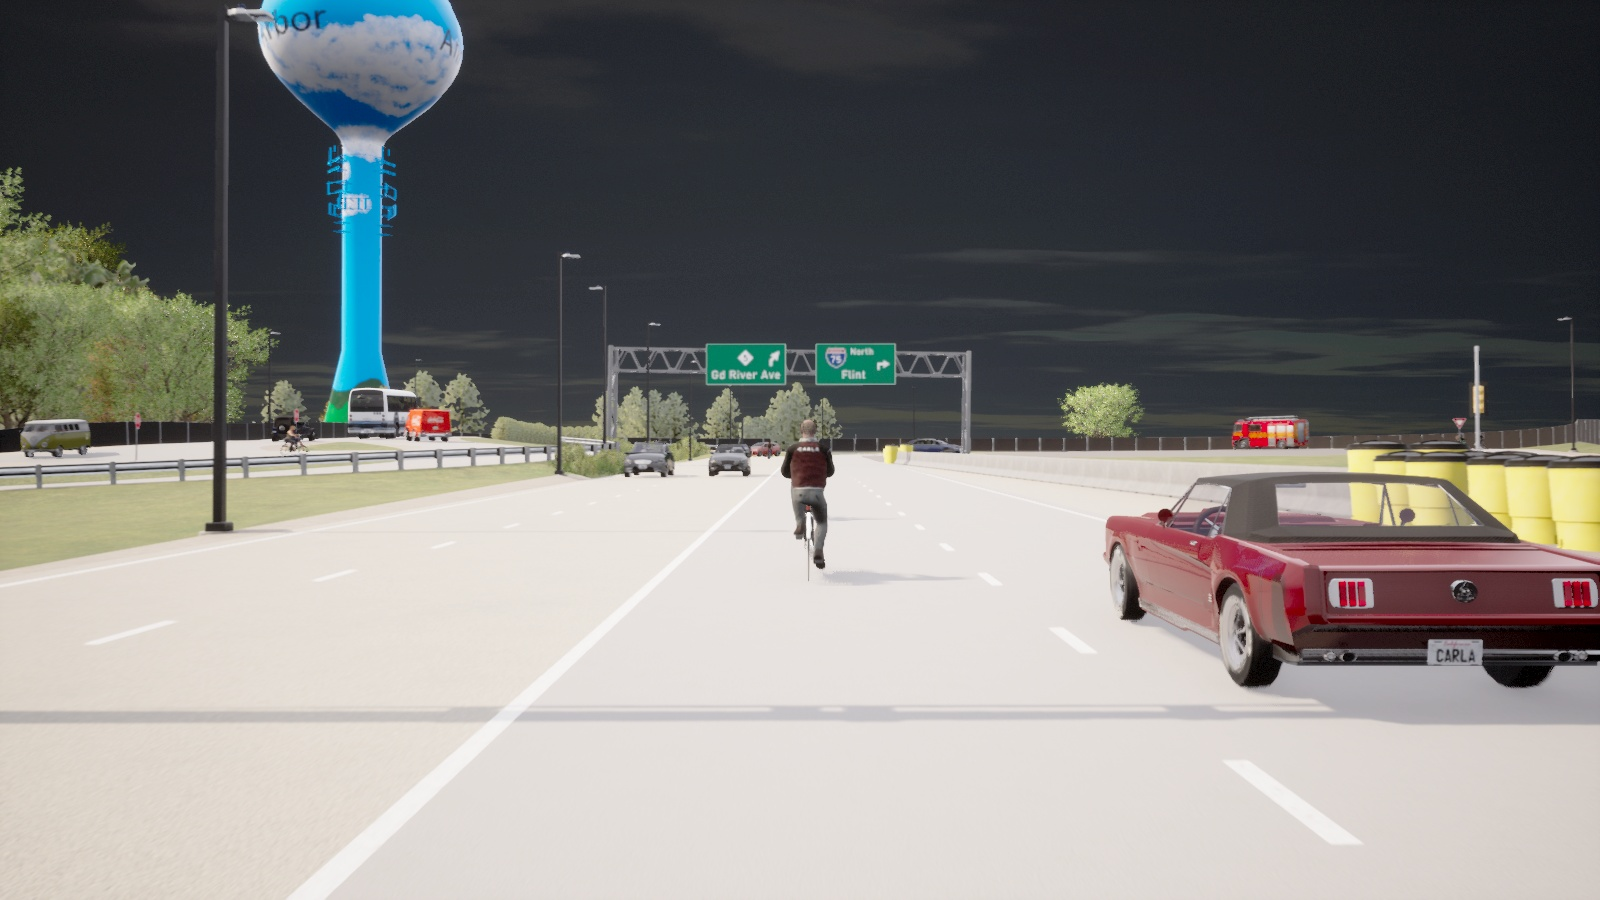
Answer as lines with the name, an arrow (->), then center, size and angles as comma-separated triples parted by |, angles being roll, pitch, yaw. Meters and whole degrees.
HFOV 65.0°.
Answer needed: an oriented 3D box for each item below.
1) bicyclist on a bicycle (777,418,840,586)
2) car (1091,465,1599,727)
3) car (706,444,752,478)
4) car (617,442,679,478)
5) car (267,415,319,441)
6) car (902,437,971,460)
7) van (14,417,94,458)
bicyclist on a bicycle -> 0.096, 0.545, 14.227 | 0.659, 1.776, 1.843 | 0, 0, 0
car -> 3.567, 0.803, 9.009 | 1.895, 1.301, 4.718 | 0, 0, 0
car -> -3.162, 0.450, 56.734 | 1.816, 1.474, 4.193 | 0, 0, 0
car -> -6.668, 0.393, 55.618 | 2.128, 1.511, 4.902 | 0, 0, 0
car -> -36.547, -1.615, 90.637 | 1.905, 1.878, 3.866 | 0, 2, 4
car -> 10.483, -0.082, 96.744 | 4.856, 1.649, 2.033 | -2, -1, 29
van -> -39.826, -0.692, 67.129 | 1.775, 1.987, 4.442 | 0, 3, -3
